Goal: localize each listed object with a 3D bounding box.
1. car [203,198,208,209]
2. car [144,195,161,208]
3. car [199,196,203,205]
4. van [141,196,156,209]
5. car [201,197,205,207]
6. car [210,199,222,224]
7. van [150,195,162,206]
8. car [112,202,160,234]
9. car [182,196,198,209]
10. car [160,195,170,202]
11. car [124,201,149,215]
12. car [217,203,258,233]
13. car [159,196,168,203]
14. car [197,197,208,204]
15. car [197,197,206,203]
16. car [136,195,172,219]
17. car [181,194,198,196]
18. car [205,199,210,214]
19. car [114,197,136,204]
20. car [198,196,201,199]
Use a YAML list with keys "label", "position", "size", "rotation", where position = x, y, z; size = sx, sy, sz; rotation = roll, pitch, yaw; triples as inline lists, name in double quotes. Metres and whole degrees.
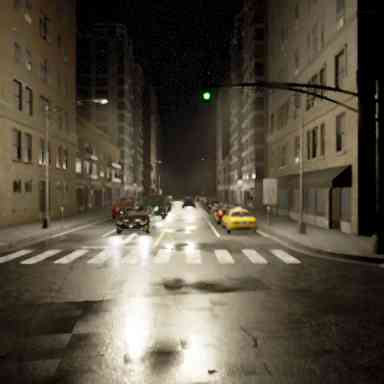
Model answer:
- label: "car"
  position: [2.541, 1.668, 36.138]
  size: [1.947, 1.339, 4.313]
  rotation: [0, 0, -1]
- label: "car"
  position: [-6.162, 1.465, 52.625]
  size: [2.192, 1.841, 5.009]
  rotation: [0, 0, -1]
- label: "car"
  position: [2.423, 1.681, 47.189]
  size: [2.008, 1.369, 4.403]
  rotation: [0, 0, -1]
- label: "van"
  position: [-6.103, 1.478, 47.099]
  size: [1.690, 1.788, 3.998]
  rotation: [0, 0, -1]
- label: "car"
  position: [2.482, 1.661, 41.664]
  size: [1.887, 1.381, 4.507]
  rotation: [0, 0, -1]
- label: "car"
  position: [2.658, 1.513, 25.087]
  size: [1.967, 1.590, 4.097]
  rotation: [0, 0, -1]
- label: "van"
  position: [-6.218, 1.503, 58.149]
  size: [1.690, 1.788, 3.998]
  rotation: [0, 0, -1]
- label: "car"
  position: [-3.233, 1.568, 19.924]
  size: [1.837, 1.490, 4.892]
  rotation: [0, 0, 0]
- label: "car"
  position: [-0.455, 1.663, 49.063]
  size: [1.812, 1.442, 4.674]
  rotation: [0, 0, -1]
- label: "car"
  position: [-6.457, 1.647, 80.252]
  size: [1.967, 1.590, 4.097]
  rotation: [0, 0, -1]
- label: "car"
  position: [-5.984, 1.661, 36.048]
  size: [2.008, 1.369, 4.403]
  rotation: [0, 0, -1]
- label: "car"
  position: [2.716, 1.582, 19.731]
  size: [1.752, 1.417, 4.829]
  rotation: [0, 0, -1]
- label: "car"
  position: [-6.396, 1.720, 74.557]
  size: [1.752, 1.417, 4.829]
  rotation: [0, 0, -1]
- label: "car"
  position: [2.186, 1.728, 69.292]
  size: [2.008, 1.369, 4.403]
  rotation: [0, 0, -1]
- label: "car"
  position: [2.127, 1.770, 74.817]
  size: [1.802, 1.307, 4.206]
  rotation: [0, 0, -1]
- label: "car"
  position: [-3.336, 1.312, 30.011]
  size: [2.150, 2.045, 5.566]
  rotation: [0, 0, 0]
- label: "car"
  position: [-0.561, 1.651, 59.098]
  size: [2.128, 1.511, 4.902]
  rotation: [0, 0, -1]
- label: "car"
  position: [2.600, 1.639, 30.612]
  size: [2.008, 1.369, 4.403]
  rotation: [0, 0, -1]
- label: "car"
  position: [-5.926, 1.410, 30.523]
  size: [2.192, 1.841, 5.009]
  rotation: [0, 0, -1]
- label: "car"
  position: [2.245, 1.717, 63.766]
  size: [2.008, 1.369, 4.403]
  rotation: [0, 0, -1]
